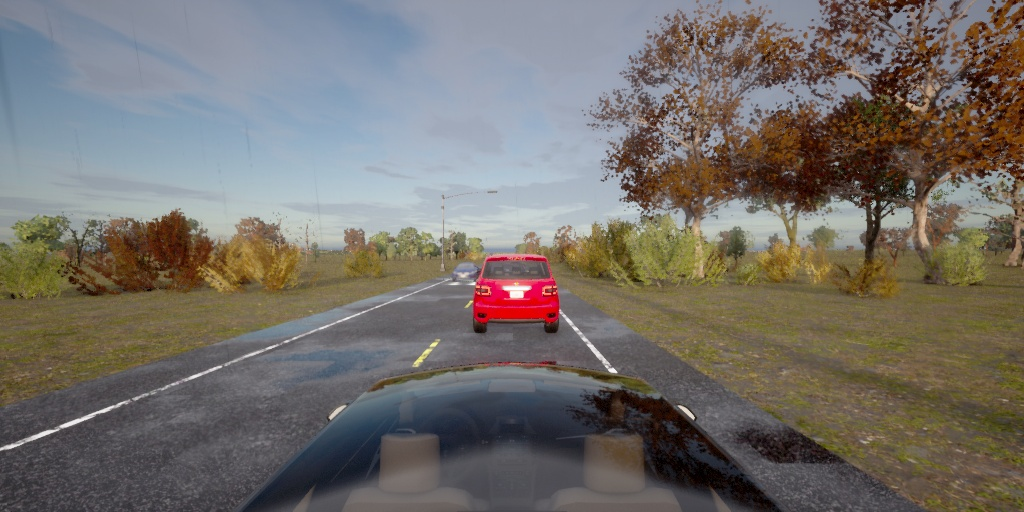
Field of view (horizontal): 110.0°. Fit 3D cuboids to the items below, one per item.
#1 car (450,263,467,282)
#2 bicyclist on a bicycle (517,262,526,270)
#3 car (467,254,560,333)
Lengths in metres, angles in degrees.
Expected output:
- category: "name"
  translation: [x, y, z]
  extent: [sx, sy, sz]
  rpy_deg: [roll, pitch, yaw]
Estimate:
- category: "car"
  translation: [-3.686, 1.266, 29.292]
  extent: [1.812, 1.442, 4.674]
  rpy_deg: [0, 0, 0]
- category: "bicyclist on a bicycle"
  translation: [0.877, 1.110, 30.020]
  extent: [0.659, 1.776, 1.843]
  rpy_deg: [0, 0, 0]
- category: "car"
  translation: [0.084, 0.968, 10.842]
  extent: [2.150, 2.045, 5.566]
  rpy_deg: [0, 0, -1]
